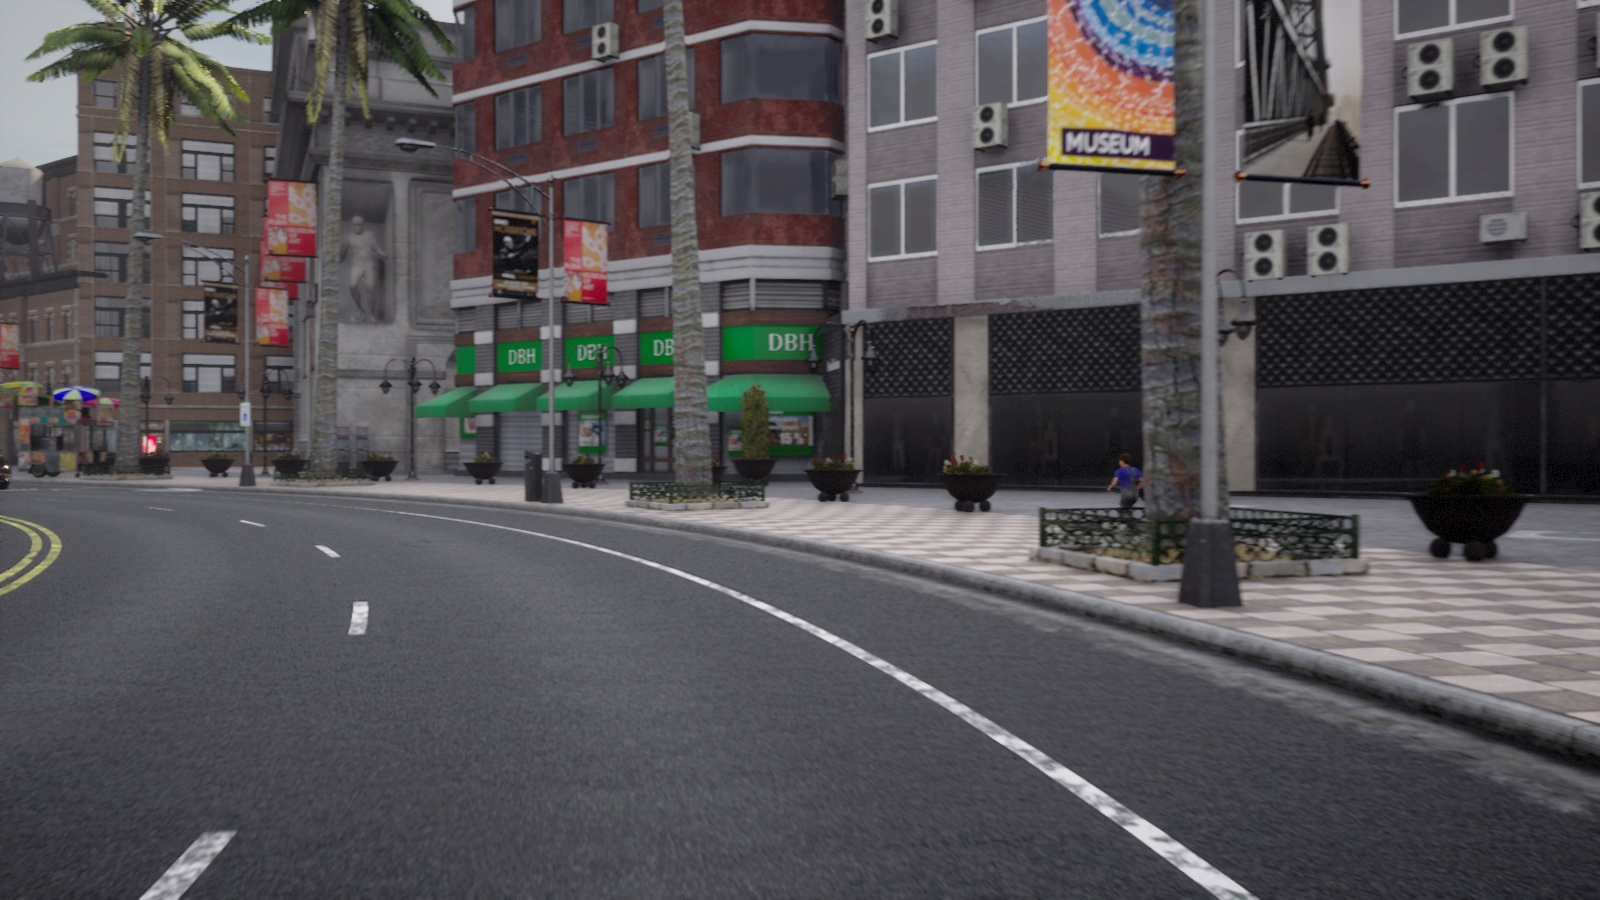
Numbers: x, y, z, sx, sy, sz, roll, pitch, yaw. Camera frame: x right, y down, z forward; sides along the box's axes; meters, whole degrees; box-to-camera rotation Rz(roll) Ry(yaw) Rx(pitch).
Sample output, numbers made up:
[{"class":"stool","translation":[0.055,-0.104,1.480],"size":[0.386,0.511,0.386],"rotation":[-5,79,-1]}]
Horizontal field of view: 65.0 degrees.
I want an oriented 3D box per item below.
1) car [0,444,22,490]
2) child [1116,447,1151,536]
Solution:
[{"class":"car","translation":[-28.446,0.543,42.537],"size":[4.892,1.490,1.837],"rotation":[1,1,36]},{"class":"child","translation":[4.805,0.584,18.096],"size":[0.270,1.263,0.437],"rotation":[0,0,-29]}]
